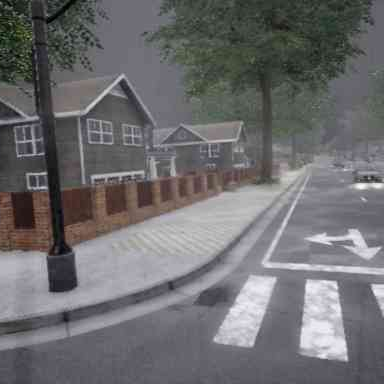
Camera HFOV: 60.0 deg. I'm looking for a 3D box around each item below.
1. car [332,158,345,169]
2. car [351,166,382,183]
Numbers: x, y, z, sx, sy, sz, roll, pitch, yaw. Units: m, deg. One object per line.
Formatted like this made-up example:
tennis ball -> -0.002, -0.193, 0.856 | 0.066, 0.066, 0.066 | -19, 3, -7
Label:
car -> 28.333, -5.511, 64.446 | 2.150, 2.045, 5.566 | -1, 5, 21
car -> 14.560, -1.461, 27.917 | 1.994, 1.385, 4.181 | -1, 6, 21
